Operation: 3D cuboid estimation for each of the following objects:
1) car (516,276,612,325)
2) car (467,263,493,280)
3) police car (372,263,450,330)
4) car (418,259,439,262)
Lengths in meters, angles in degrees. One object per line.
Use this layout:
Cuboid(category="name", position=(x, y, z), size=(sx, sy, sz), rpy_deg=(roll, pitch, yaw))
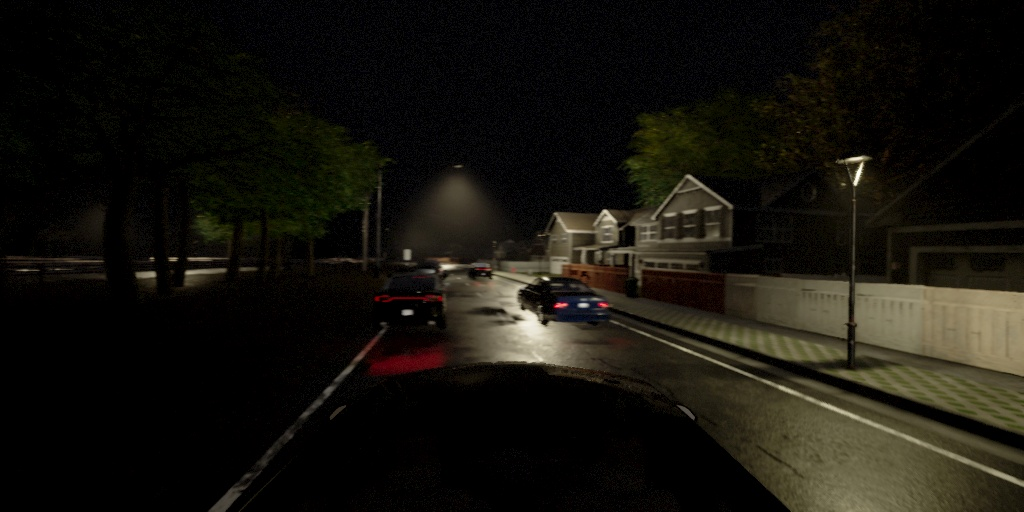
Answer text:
Cuboid(category="car", position=(1.499, 1.406, 12.292), size=(2.033, 1.411, 5.357), rpy_deg=(1, 0, -10))
Cuboid(category="car", position=(-3.028, 1.367, 33.316), size=(2.128, 1.511, 4.902), rpy_deg=(1, 0, -14))
Cuboid(category="police car", position=(-3.015, 1.183, 11.317), size=(1.930, 1.638, 5.238), rpy_deg=(1, 0, -10))
Cuboid(category="car", position=(-6.233, 1.131, 26.877), size=(2.097, 1.767, 4.553), rpy_deg=(1, 0, -13))
